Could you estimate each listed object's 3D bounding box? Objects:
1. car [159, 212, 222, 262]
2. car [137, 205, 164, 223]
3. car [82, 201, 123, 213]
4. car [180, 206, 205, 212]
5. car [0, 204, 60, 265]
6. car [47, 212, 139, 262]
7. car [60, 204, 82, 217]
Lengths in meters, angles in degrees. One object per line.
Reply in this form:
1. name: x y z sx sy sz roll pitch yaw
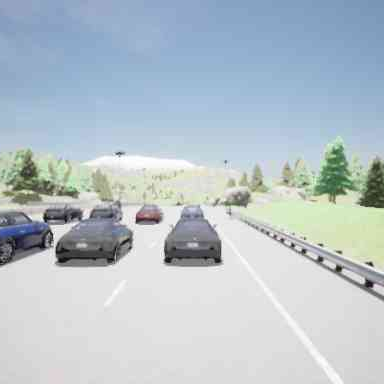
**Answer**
1. car: 0.046 1.666 12.552 1.994 1.385 4.181 0 0 1
2. car: -3.457 1.790 27.576 1.994 1.385 4.181 0 0 0
3. car: -6.960 1.714 27.372 2.128 1.511 4.902 0 0 0
4. car: 0.025 1.752 25.195 2.033 1.411 5.357 0 -1 0
5. car: -6.954 1.451 12.285 2.097 1.767 4.553 0 -1 0
6. car: -3.454 1.667 12.486 1.994 1.385 4.181 0 0 0
7. car: -10.460 1.715 27.365 2.128 1.511 4.902 0 0 0
